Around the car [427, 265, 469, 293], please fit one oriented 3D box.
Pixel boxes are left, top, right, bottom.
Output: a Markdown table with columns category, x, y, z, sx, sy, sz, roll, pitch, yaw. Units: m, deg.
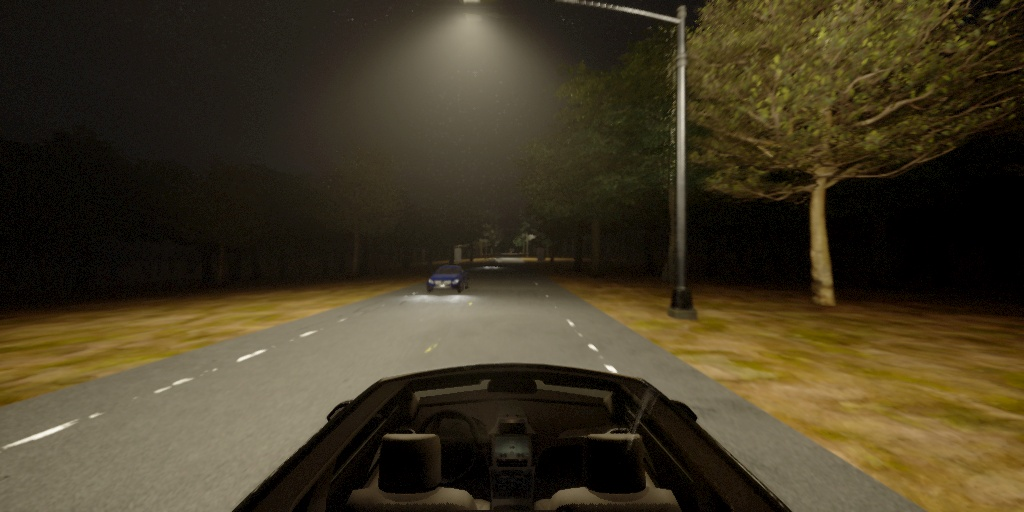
| category | x | y | z | sx | sy | sz | roll | pitch | yaw |
| --- | --- | --- | --- | --- | --- | --- | --- | --- | --- |
| car | -3.581 | 1.278 | 20.795 | 1.812 | 1.442 | 4.674 | 0 | 0 | 0 |

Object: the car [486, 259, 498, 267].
| category | x | y | z | sx | sy | sz | roll | pitch | yaw |
| --- | --- | --- | --- | --- | --- | --- | --- | --- | --- |
| car | -3.506 | 1.174 | 62.760 | 1.994 | 1.385 | 4.181 | 0 | 1 | 0 |
